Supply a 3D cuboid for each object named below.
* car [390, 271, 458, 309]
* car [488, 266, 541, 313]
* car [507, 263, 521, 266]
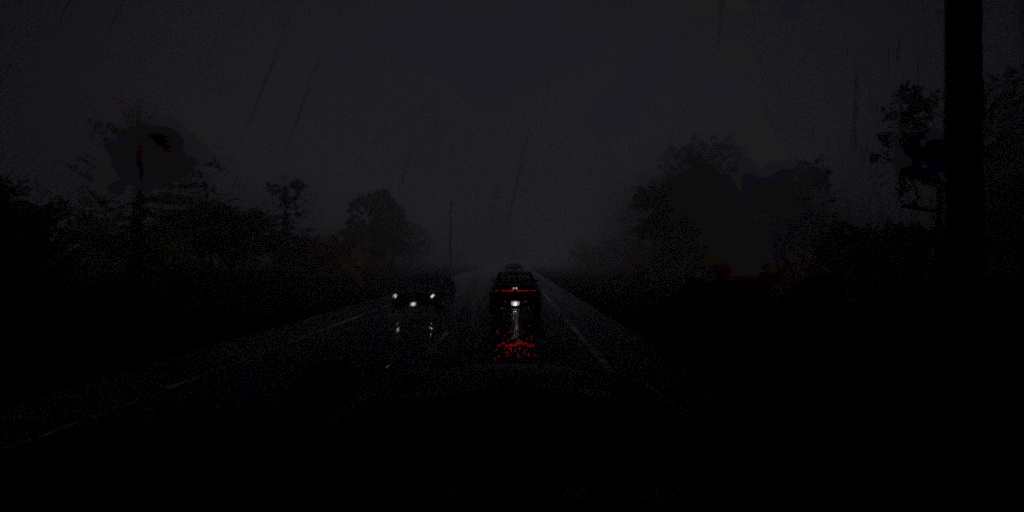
[{"bbox_3d":[-3.581,1.377,15.646,2.033,1.411,5.357,0,0,0],"label":"car"},{"bbox_3d":[0.116,1.329,14.376,1.837,1.490,4.892,0,0,0],"label":"car"},{"bbox_3d":[0.219,1.455,36.122,1.837,1.490,4.892,0,0,0],"label":"car"}]
